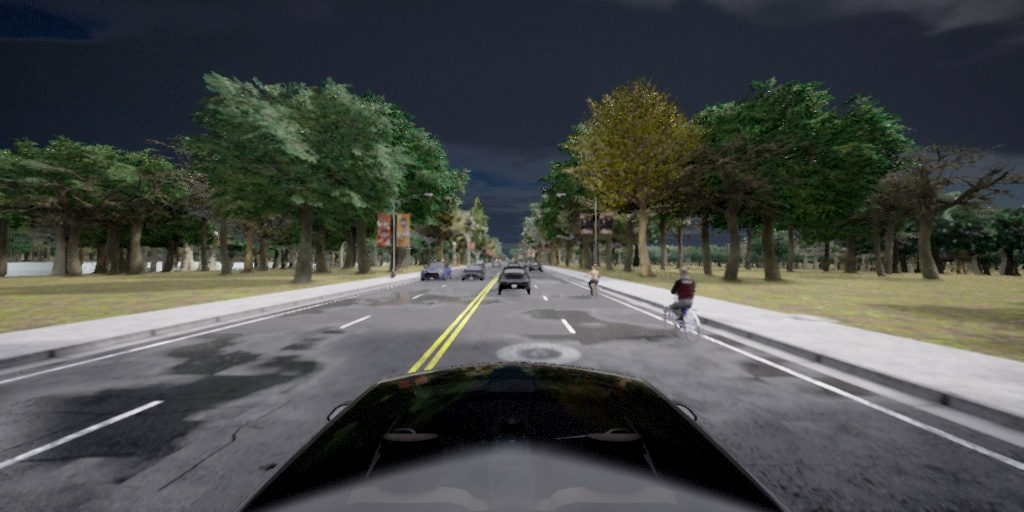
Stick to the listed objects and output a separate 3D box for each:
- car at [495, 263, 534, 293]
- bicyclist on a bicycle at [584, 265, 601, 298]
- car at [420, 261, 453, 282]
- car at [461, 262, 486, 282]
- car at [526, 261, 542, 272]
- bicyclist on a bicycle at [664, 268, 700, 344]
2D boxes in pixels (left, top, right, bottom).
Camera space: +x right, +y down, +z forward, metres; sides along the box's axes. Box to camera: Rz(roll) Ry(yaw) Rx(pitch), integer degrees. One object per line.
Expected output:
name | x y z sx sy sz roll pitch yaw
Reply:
car | 0.129 1.368 21.499 1.837 1.490 4.892 0 0 0
bicyclist on a bicycle | 4.161 1.285 18.327 0.866 1.612 1.509 0 0 0
car | -6.548 1.270 31.465 2.097 1.767 4.553 0 0 0
car | -3.301 1.471 31.774 2.033 1.411 5.357 0 0 0
car | 3.440 1.608 53.354 1.812 1.442 4.674 0 0 0
bicyclist on a bicycle | 4.153 1.166 8.881 0.659 1.776 1.843 0 0 0
